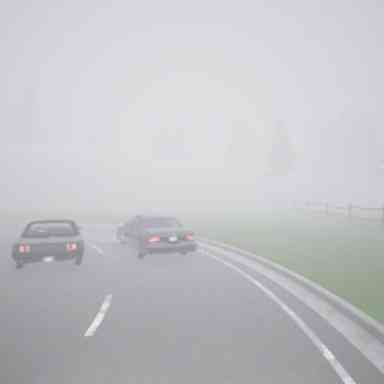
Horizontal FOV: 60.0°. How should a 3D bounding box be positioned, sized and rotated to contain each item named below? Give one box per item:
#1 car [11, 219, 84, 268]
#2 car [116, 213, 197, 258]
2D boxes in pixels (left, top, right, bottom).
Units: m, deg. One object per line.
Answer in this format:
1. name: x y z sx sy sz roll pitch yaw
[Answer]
1. car: -4.765 1.577 11.346 1.895 1.301 4.718 0 0 -20
2. car: -1.589 1.537 12.873 2.033 1.411 5.357 0 0 -23
